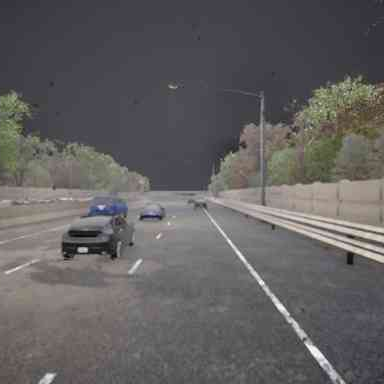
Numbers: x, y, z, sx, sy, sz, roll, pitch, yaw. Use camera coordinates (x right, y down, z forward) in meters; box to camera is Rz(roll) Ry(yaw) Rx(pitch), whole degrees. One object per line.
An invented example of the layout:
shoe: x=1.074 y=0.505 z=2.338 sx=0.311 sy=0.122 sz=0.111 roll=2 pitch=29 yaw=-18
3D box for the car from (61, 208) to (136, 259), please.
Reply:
car: x=-3.394 y=1.565 z=12.761 sx=1.837 sy=1.490 sz=4.892 roll=0 pitch=0 yaw=0

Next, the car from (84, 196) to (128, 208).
car: x=-6.892 y=1.353 z=27.977 sx=2.150 sy=2.045 sz=5.566 roll=0 pitch=0 yaw=0

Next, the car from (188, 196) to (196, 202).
car: x=0.037 y=1.824 z=83.519 sx=1.837 sy=1.490 sz=4.892 roll=0 pitch=0 yaw=0

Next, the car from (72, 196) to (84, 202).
car: x=-24.468 y=1.739 z=72.501 sx=2.097 sy=1.767 sz=4.553 roll=0 pitch=0 yaw=0

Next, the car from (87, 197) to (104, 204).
car: x=-20.968 y=1.923 z=72.469 sx=2.033 sy=1.411 sz=5.357 roll=0 pitch=0 yaw=0

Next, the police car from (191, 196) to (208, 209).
police car: x=1.246 y=1.669 z=48.735 sx=1.930 sy=1.638 sz=5.238 roll=0 pitch=0 yaw=0

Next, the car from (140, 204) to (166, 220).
car: x=-3.385 y=1.702 z=29.363 sx=1.994 sy=1.385 sz=4.181 roll=0 pitch=0 yaw=0

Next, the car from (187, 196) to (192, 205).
car: x=0.030 y=1.857 z=67.392 sx=1.837 sy=1.490 sz=4.892 roll=0 pitch=0 yaw=0

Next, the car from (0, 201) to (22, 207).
car: x=-17.578 y=1.625 z=31.403 sx=1.882 sy=1.535 sz=5.008 roll=0 pitch=0 yaw=0
